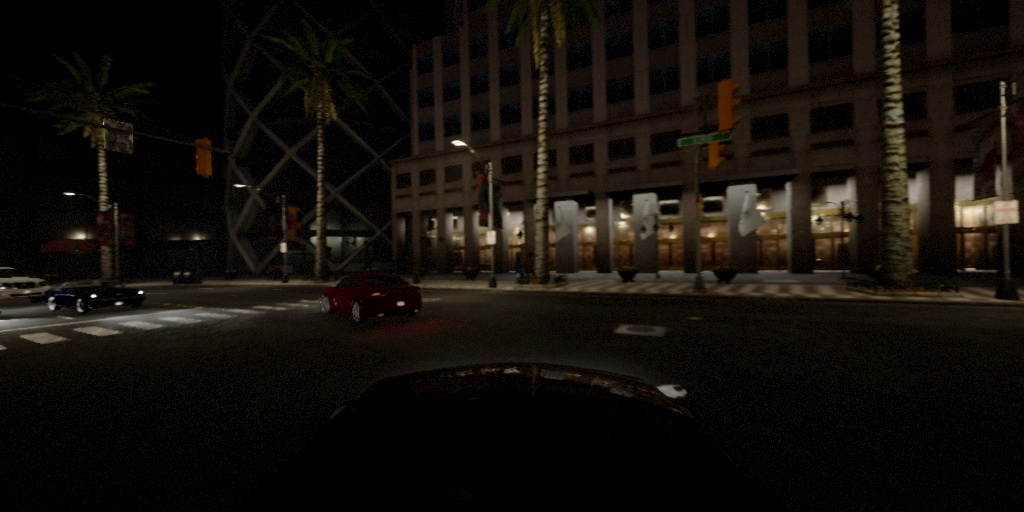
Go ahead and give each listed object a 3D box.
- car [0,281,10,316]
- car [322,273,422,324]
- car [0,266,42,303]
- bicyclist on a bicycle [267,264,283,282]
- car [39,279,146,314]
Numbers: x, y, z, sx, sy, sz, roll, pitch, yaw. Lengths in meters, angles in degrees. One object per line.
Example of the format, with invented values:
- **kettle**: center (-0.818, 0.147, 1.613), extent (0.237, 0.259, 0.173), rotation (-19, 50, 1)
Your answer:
- **car**: center (-21.621, 1.784, 13.604), extent (4.181, 1.385, 1.994), rotation (-1, 0, 23)
- **car**: center (-5.106, 1.339, 12.725), extent (1.882, 1.535, 5.008), rotation (0, -1, -44)
- **car**: center (-28.148, 1.584, 19.188), extent (5.566, 2.045, 2.150), rotation (-1, 0, 8)
- **bicyclist on a bicycle**: center (-21.746, 1.524, 32.917), extent (0.582, 1.620, 1.656), rotation (-1, 0, 14)
- **car**: center (-18.863, 1.761, 16.248), extent (4.718, 1.301, 1.895), rotation (-1, 0, 24)
